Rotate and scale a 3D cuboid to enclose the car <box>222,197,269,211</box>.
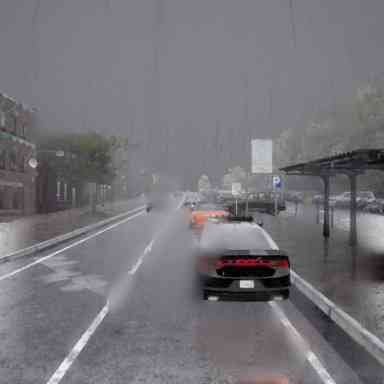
[{"bbox_3d":[5.659,1.273,35.658,4.674,1.452,2.002,0,1,0],"label":"car"}]

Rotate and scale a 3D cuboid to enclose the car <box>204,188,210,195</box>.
[{"bbox_3d":[5.543,0.680,60.889,5.566,2.045,2.435,0,1,0],"label":"car"}]

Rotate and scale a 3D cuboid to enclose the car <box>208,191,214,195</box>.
[{"bbox_3d":[5.597,1.020,55.286,4.892,1.521,2.231,0,1,0],"label":"car"}]

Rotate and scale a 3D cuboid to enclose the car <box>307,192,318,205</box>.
[{"bbox_3d":[18.700,1.149,44.844,5.008,1.535,2.097,0,1,0],"label":"car"}]

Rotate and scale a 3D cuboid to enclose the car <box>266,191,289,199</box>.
[{"bbox_3d":[18.642,0.610,72.603,4.553,1.767,2.185,0,1,0],"label":"car"}]

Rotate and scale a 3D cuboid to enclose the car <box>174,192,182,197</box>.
[{"bbox_3d":[-3.418,0.632,83.879,1.994,1.385,4.181,0,1,0],"label":"car"}]

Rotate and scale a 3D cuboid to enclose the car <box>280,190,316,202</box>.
[{"bbox_3d":[18.687,0.718,58.723,5.566,2.045,2.435,0,1,0],"label":"car"}]

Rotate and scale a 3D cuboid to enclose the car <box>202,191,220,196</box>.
[{"bbox_3d":[5.452,0.365,94.529,5.008,1.535,2.097,0,1,0],"label":"car"}]

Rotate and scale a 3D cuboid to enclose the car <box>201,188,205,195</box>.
[{"bbox_3d":[5.486,0.397,77.707,5.566,2.045,2.435,0,1,0],"label":"car"}]

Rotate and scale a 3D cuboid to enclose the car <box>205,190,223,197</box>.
[{"bbox_3d":[5.464,0.428,83.315,4.553,1.767,2.185,0,1,0],"label":"car"}]

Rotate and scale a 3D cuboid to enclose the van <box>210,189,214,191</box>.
[{"bbox_3d":[5.697,0.752,58.090,4.442,1.987,1.878,0,1,0],"label":"van"}]

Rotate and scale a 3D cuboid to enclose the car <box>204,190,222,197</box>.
[{"bbox_3d":[5.455,0.381,86.118,4.553,1.767,2.185,0,1,0],"label":"car"}]

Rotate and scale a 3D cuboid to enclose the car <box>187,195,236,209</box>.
[{"bbox_3d":[0.938,1.254,18.297,2.097,1.767,4.553,0,1,0],"label":"car"}]

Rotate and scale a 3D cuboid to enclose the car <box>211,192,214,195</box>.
[{"bbox_3d":[5.638,1.125,49.676,4.792,1.488,2.163,0,1,0],"label":"car"}]

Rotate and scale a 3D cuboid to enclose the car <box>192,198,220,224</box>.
[{"bbox_3d":[0.926,1.303,24.526,1.801,1.575,5.366,0,1,0],"label":"car"}]

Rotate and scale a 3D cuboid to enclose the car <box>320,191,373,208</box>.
[{"bbox_3d":[18.695,0.950,39.290,5.566,2.045,2.435,0,1,0],"label":"car"}]

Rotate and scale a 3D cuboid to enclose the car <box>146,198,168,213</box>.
[{"bbox_3d":[-3.417,1.309,33.534,2.033,1.411,5.357,0,1,0],"label":"car"}]

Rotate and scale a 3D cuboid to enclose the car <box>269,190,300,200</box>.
[{"bbox_3d":[18.659,0.578,67.049,5.566,2.045,2.435,0,1,0],"label":"car"}]

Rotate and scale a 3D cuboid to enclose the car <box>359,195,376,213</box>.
[{"bbox_3d":[18.758,1.277,30.965,4.892,1.521,2.231,0,1,0],"label":"car"}]

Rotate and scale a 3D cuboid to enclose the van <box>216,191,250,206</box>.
[{"bbox_3d":[5.735,0.900,46.870,4.442,1.987,1.878,0,1,0],"label":"van"}]

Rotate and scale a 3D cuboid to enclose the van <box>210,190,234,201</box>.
[{"bbox_3d":[5.678,0.658,63.694,4.442,1.987,1.878,0,1,0],"label":"van"}]

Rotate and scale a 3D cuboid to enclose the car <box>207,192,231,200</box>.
[{"bbox_3d":[5.537,0.791,69.303,4.892,1.521,2.231,0,1,0],"label":"car"}]

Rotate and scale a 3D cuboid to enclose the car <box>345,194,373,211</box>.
[{"bbox_3d":[18.748,1.251,33.740,5.008,1.535,2.097,0,1,0],"label":"car"}]

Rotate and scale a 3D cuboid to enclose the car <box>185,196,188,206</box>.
[{"bbox_3d":[-0.058,1.214,46.852,1.895,1.301,4.718,0,1,1],"label":"car"}]

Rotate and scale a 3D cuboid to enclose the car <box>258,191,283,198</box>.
[{"bbox_3d":[18.408,0.639,78.153,5.366,1.575,1.946,0,1,0],"label":"car"}]

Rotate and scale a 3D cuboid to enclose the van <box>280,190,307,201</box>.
[{"bbox_3d":[18.766,0.697,61.499,4.442,1.987,1.878,0,1,0],"label":"van"}]

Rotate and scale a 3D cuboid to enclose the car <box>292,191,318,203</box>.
[{"bbox_3d":[18.706,1.080,53.176,4.792,1.488,2.163,0,1,0],"label":"car"}]

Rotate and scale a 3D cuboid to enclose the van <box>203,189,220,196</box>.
[{"bbox_3d":[5.351,0.187,91.722,4.442,1.987,1.878,0,1,0],"label":"van"}]

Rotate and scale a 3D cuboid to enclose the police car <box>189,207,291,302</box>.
[{"bbox_3d":[0.958,1.401,8.428,1.930,1.638,5.238,0,0,0],"label":"police car"}]

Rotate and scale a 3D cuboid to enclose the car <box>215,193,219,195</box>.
[{"bbox_3d":[5.632,1.182,41.264,5.008,1.535,2.097,0,1,0],"label":"car"}]

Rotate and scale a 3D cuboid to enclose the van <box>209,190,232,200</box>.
[{"bbox_3d":[5.669,0.611,66.497,4.442,1.987,1.878,0,1,0],"label":"van"}]

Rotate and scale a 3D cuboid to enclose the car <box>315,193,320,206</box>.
[{"bbox_3d":[18.709,1.177,42.066,4.892,1.521,2.231,0,1,0],"label":"car"}]

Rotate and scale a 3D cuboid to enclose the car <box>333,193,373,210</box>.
[{"bbox_3d":[18.738,1.226,36.516,5.008,1.535,2.097,0,1,0],"label":"car"}]

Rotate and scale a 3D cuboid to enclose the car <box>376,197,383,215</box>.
[{"bbox_3d":[18.790,1.330,28.190,4.792,1.488,2.163,0,1,0],"label":"car"}]

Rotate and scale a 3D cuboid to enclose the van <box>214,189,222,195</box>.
[{"bbox_3d":[5.511,0.930,44.068,4.442,1.987,1.878,0,1,0],"label":"van"}]

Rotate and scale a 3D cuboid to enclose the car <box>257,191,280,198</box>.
[{"bbox_3d":[18.589,0.597,80.930,4.892,1.521,2.231,0,1,0],"label":"car"}]

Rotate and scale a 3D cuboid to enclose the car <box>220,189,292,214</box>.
[{"bbox_3d":[5.647,1.032,30.048,5.566,2.045,2.435,0,1,0],"label":"car"}]

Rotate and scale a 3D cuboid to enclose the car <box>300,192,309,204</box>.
[{"bbox_3d":[18.880,1.116,47.621,5.366,1.575,1.946,0,1,0],"label":"car"}]

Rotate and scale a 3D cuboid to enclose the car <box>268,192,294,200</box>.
[{"bbox_3d":[18.592,0.812,69.828,4.792,1.488,2.163,0,1,0],"label":"car"}]

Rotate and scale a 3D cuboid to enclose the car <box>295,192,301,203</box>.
[{"bbox_3d":[18.657,1.119,50.393,4.792,1.488,2.163,0,1,0],"label":"car"}]
